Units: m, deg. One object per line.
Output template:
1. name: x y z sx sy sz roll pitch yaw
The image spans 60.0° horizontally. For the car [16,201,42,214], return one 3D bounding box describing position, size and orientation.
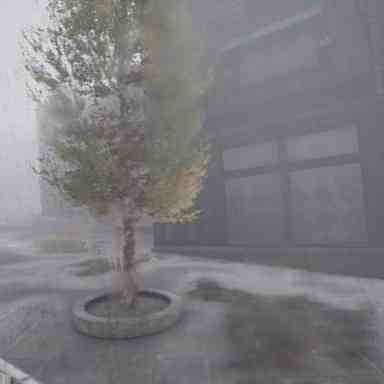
1. car: -25.859 2.490 53.967 2.435 2.045 5.566 -5 -1 15
